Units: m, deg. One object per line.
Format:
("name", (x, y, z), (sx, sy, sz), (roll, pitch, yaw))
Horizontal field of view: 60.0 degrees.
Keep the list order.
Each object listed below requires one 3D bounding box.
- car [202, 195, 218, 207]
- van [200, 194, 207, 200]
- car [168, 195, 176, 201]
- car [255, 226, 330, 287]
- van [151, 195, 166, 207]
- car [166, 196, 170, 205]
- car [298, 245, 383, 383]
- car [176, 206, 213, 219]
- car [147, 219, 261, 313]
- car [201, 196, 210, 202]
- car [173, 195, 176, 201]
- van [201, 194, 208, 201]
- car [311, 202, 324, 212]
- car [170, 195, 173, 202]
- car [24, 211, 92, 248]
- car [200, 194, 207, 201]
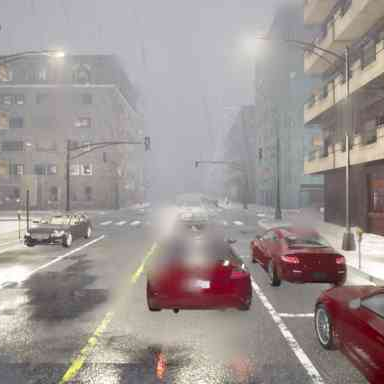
("car", (3.014, 1.558, 51.141), (2.008, 1.369, 4.403), (1, 0, 0))
("van", (3.215, 1.350, 92.409), (1.690, 1.788, 3.998), (1, 0, 0))
("car", (-5.210, 1.554, 86.826), (1.887, 1.381, 4.507), (1, 0, 0))
("car", (2.676, 1.584, 9.019), (1.802, 1.307, 4.206), (1, 0, 0))
("van", (-5.533, 1.349, 52.811), (1.690, 1.788, 3.998), (1, 0, 0))
("car", (-5.419, 1.574, 58.473), (1.947, 1.339, 4.313), (1, 0, 0))
("car", (2.671, 1.583, 3.348), (1.802, 1.307, 4.206), (1, 0, 0))
("car", (0.119, 1.604, 16.560), (1.895, 1.301, 4.718), (0, 0, 0))
("car", (0.114, 1.566, 7.743), (1.994, 1.385, 4.181), (0, 0, -1))
("car", (3.085, 1.590, 75.399), (1.802, 1.307, 4.206), (1, 0, 0))
("car", (-5.294, 1.575, 75.485), (1.947, 1.339, 4.313), (1, 0, 0))
("van", (3.173, 1.349, 86.739), (1.690, 1.788, 3.998), (1, 0, 0))
("car", (15.584, 1.518, 36.901), (4.507, 1.381, 1.887), (0, -1, 1))
("car", (-5.376, 1.448, 64.144), (1.967, 1.590, 4.097), (1, 0, 0))
("car", (-5.755, 1.554, 14.766), (2.008, 1.369, 4.403), (1, 0, 0))
("car", (3.044, 1.558, 69.729), (2.008, 1.369, 4.403), (1, 0, 0))
